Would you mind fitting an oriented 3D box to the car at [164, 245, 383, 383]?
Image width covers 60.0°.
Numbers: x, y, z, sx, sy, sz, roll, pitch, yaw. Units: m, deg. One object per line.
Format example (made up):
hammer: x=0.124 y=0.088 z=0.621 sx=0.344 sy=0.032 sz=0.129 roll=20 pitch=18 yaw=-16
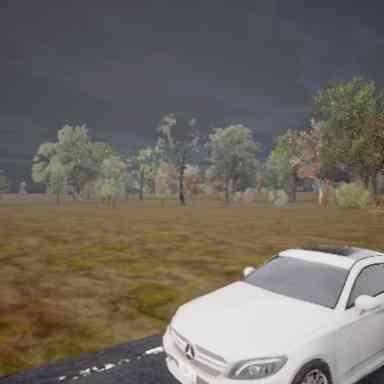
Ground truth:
car: x=1.849 y=1.553 z=4.704 sx=4.674 sy=1.442 sz=1.812 roll=0 pitch=0 yaw=-36
